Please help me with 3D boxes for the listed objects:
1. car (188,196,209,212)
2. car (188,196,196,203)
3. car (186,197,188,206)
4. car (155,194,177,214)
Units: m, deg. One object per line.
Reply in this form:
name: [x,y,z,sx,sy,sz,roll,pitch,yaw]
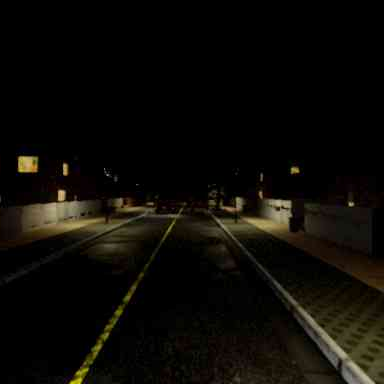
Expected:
car: [0.911,1.372,40.858,2.097,1.767,4.553,-3,-1,0]
car: [-0.019,1.520,72.264,1.812,1.442,4.674,0,0,0]
car: [-0.016,1.716,58.624,1.895,1.301,4.718,0,0,0]
car: [-2.853,1.284,37.253,2.150,2.045,5.566,0,0,0]
